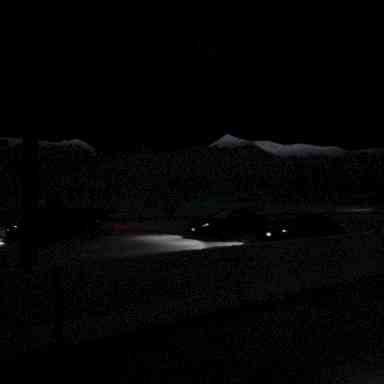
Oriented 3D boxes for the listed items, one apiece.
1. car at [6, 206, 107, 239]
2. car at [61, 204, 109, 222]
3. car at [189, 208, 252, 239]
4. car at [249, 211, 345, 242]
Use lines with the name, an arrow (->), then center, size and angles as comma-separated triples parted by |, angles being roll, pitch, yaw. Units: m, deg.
car -> -6.664, 1.559, 16.201 | 4.181, 1.385, 1.994 | 1, 0, -34
car -> -7.467, 1.491, 19.872 | 4.902, 1.511, 2.128 | 1, 0, -33
car -> 2.068, 1.590, 17.596 | 4.674, 1.442, 1.812 | 1, 0, -30
car -> 5.009, 1.643, 15.247 | 4.181, 1.385, 1.994 | 1, 0, -30
